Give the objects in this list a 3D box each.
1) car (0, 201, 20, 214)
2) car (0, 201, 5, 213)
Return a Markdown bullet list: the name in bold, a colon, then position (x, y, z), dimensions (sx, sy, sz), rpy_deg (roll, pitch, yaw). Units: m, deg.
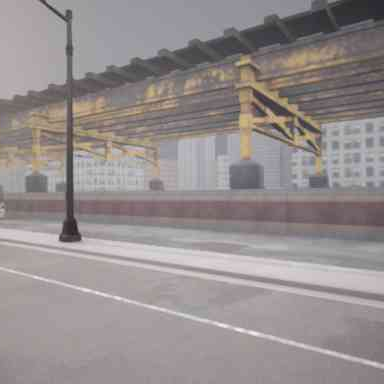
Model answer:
- **car**: position (-23.940, 1.848, 40.488), dimensions (4.974, 1.542, 2.038), rpy_deg (0, 0, -1)
- **car**: position (-23.889, 1.690, 40.490), dimensions (4.536, 1.218, 1.853), rpy_deg (0, 0, -1)
